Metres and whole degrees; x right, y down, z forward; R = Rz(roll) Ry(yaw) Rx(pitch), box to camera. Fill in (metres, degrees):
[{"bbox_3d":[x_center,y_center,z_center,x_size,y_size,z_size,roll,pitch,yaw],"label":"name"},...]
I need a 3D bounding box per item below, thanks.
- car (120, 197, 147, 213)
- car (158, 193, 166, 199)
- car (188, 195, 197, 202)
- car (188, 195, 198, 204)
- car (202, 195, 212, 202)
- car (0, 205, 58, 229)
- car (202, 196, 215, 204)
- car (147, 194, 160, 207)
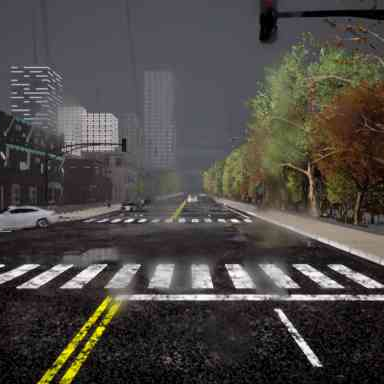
[{"bbox_3d":[-6.566,1.480,36.426,2.128,1.511,4.902,0,0,0],"label":"car"},{"bbox_3d":[-6.435,0.983,68.276,2.097,1.767,4.553,0,0,0],"label":"car"},{"bbox_3d":[0.085,1.448,74.818,1.882,1.535,5.008,0,0,0],"label":"car"},{"bbox_3d":[0.153,1.501,64.624,1.812,1.442,4.674,0,0,0],"label":"car"},{"bbox_3d":[3.328,1.510,74.397,2.033,1.411,5.357,0,0,0],"label":"car"},{"bbox_3d":[-10.598,1.562,20.041,4.674,1.442,1.812,-1,1,-38],"label":"car"},{"bbox_3d":[3.410,1.523,63.743,2.033,1.411,5.357,0,0,0],"label":"car"},{"bbox_3d":[-6.540,1.488,52.358,1.837,1.490,4.892,0,0,0],"label":"car"}]
